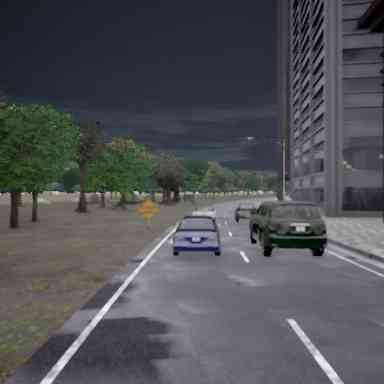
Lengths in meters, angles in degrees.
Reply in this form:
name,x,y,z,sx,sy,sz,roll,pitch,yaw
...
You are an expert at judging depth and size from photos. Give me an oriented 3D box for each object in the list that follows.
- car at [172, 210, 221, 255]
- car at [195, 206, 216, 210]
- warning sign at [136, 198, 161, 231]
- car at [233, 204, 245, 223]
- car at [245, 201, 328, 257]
name,x,y,z,sx,sy,sz,roll,pitch,yaw
car,0.233,1.690,13.906,2.033,1.411,5.357,0,-1,2
car,1.137,1.881,28.914,1.895,1.301,4.718,0,0,5
warning sign,-2.550,1.312,19.611,1.300,1.860,1.060,0,0,3
car,4.645,1.775,28.823,2.128,1.511,4.902,0,0,5
car,3.733,1.360,13.807,2.150,2.045,5.566,0,0,2
